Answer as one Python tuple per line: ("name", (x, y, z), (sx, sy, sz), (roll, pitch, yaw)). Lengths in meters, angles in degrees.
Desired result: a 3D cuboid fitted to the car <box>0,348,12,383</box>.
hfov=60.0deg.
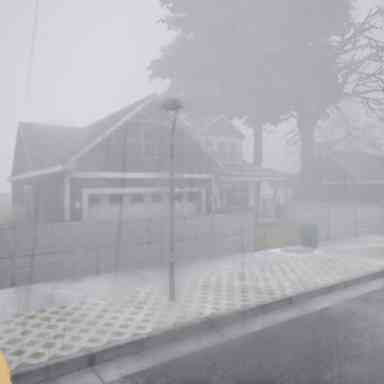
("car", (-3.183, 1.478, 0.799), (5.008, 1.535, 1.882), (0, 0, -35))
